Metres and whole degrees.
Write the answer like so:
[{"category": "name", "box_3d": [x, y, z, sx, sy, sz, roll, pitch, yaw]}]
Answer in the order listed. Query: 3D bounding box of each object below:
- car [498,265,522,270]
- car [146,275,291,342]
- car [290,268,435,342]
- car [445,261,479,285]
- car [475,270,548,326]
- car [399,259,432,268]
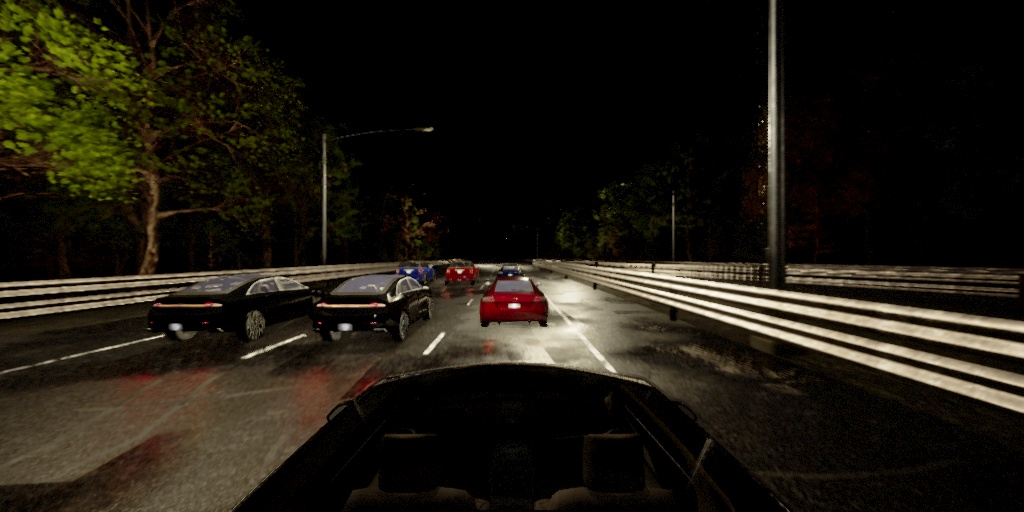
[{"category": "car", "box_3d": [-0.149, 1.341, 27.669, 1.994, 1.385, 4.181, 0, 0, -1]}, {"category": "car", "box_3d": [-6.938, 1.249, 9.811, 2.128, 1.511, 4.902, 0, 0, 0]}, {"category": "car", "box_3d": [-3.438, 1.248, 9.791, 2.128, 1.511, 4.902, 0, 0, 0]}, {"category": "car", "box_3d": [-3.634, 1.129, 26.788, 2.097, 1.767, 4.553, 0, 0, -1]}, {"category": "car", "box_3d": [0.052, 1.321, 11.703, 1.994, 1.385, 4.181, 0, 0, 0]}, {"category": "car", "box_3d": [-7.134, 1.131, 26.781, 2.097, 1.767, 4.553, 0, 0, -1]}]
